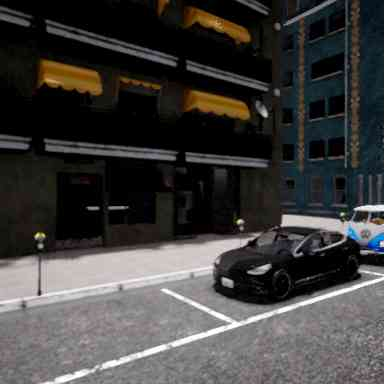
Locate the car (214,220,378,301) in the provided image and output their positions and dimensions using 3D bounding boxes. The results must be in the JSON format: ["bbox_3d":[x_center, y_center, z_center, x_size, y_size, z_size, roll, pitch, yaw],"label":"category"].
[{"bbox_3d":[2.540,1.567,8.362,4.313,1.339,1.947,0,0,-35],"label":"car"}]

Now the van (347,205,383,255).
[{"bbox_3d":[7.039,1.342,11.568,3.998,1.788,1.690,0,0,-35],"label":"van"}]
